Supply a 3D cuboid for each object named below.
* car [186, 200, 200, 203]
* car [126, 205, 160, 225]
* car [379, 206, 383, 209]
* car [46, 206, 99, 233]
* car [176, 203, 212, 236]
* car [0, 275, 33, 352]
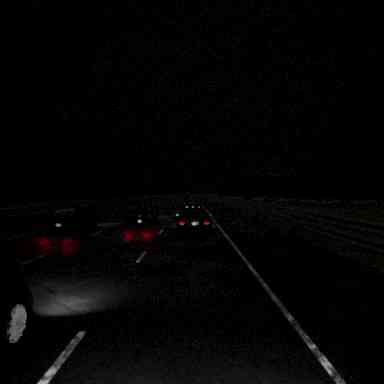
[{"bbox_3d":[0.107,1.558,36.216,2.033,1.411,5.357,0,0,0],"label":"car"},{"bbox_3d":[-3.395,1.601,23.903,1.895,1.301,4.718,0,0,0],"label":"car"},{"bbox_3d":[29.675,1.576,48.242,2.097,1.767,4.553,0,0,-27],"label":"car"},{"bbox_3d":[-6.899,1.524,19.485,1.812,1.442,4.674,0,0,0],"label":"car"},{"bbox_3d":[0.104,1.545,18.264,2.033,1.411,5.357,0,0,0],"label":"car"},{"bbox_3d":[-3.399,1.503,3.273,1.837,1.490,4.892,0,0,0],"label":"car"}]
